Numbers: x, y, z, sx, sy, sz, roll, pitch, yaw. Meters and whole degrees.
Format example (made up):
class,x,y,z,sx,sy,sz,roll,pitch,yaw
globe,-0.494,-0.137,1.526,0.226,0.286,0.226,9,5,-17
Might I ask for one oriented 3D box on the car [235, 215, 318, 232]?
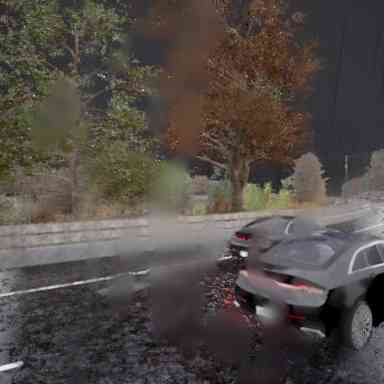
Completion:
class,x,y,z,sx,sy,sz,roll,pitch,yaw
car,3.352,1.561,11.214,4.892,1.490,1.837,0,0,-40

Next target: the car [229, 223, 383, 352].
class,x,y,z,sx,sy,sz,roll,pitch,yaw
car,2.934,1.526,6.290,4.902,1.511,2.128,0,0,-39
